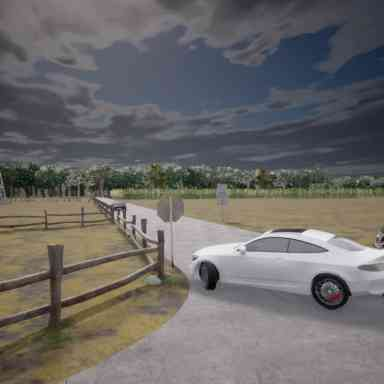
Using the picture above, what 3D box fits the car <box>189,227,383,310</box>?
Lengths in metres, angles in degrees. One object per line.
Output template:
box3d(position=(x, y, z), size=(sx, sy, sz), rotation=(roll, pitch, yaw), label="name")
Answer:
box3d(position=(2.127, 1.616, 7.987), size=(4.674, 1.442, 1.812), rotation=(-2, 0, 34), label="car")

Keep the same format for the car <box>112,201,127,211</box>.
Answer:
box3d(position=(-10.884, 1.988, 49.471), size=(2.033, 1.411, 5.357), rotation=(-2, 0, -18), label="car")
